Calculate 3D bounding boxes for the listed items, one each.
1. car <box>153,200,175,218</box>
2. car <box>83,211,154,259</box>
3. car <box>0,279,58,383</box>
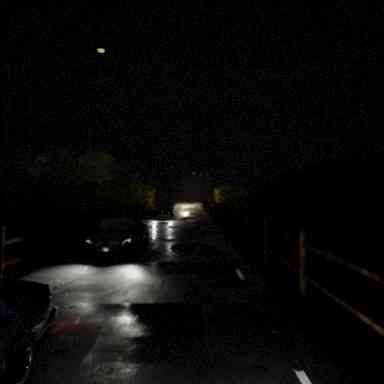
[{"bbox_3d":[-2.753,1.621,33.367,1.837,1.490,4.892,0,0,0],"label":"car"},{"bbox_3d":[-2.853,1.664,13.357,1.812,1.442,4.674,0,-1,0],"label":"car"},{"bbox_3d":[-2.849,1.577,2.488,2.033,1.411,5.357,0,-1,0],"label":"car"}]
